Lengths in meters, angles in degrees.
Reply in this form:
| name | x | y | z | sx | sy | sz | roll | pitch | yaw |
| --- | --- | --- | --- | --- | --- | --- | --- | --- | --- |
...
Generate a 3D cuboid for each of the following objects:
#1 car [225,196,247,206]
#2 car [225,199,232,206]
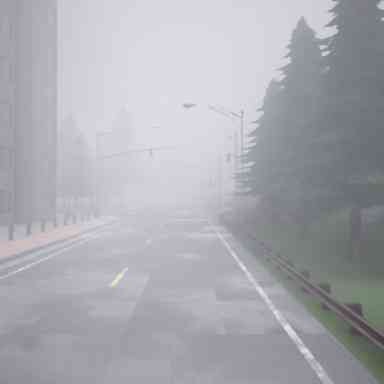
| name | x | y | z | sx | sy | sz | roll | pitch | yaw |
| --- | --- | --- | --- | --- | --- | --- | --- | --- | --- |
| car | 8.432 | 1.742 | 64.130 | 3.866 | 1.878 | 1.905 | 0 | -1 | -1 |
| car | 8.846 | 1.716 | 61.620 | 4.605 | 1.855 | 1.932 | 0 | -1 | -1 |
